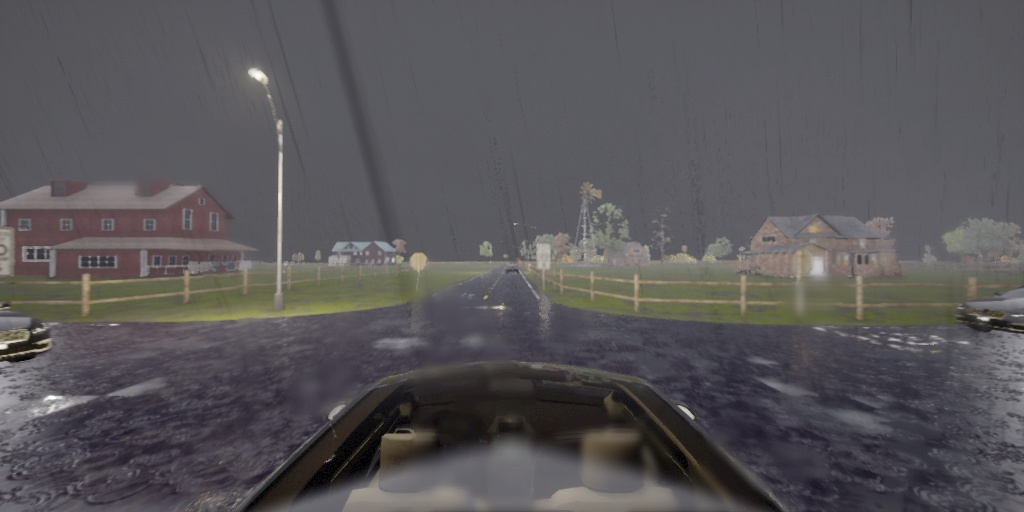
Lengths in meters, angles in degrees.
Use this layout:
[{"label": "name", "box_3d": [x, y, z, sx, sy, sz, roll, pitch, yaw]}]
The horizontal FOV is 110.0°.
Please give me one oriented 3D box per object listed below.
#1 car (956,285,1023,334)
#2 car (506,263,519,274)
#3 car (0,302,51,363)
[{"label": "car", "box_3d": [14.670, 1.389, 9.302, 4.892, 1.490, 1.837, 0, -1, 0]}, {"label": "car", "box_3d": [0.092, 1.812, 53.266, 1.837, 1.490, 4.892, 0, 0, 0]}, {"label": "car", "box_3d": [-10.949, 1.278, 6.227, 4.892, 1.490, 1.837, 0, -1, 6]}]
